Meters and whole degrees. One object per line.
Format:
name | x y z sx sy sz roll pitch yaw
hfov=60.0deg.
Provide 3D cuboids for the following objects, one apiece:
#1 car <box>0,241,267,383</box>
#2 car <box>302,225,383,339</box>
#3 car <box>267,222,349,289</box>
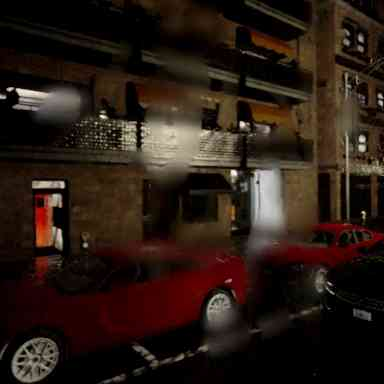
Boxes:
car | -1.098 1.549 5.330 4.507 1.381 1.887 0 -1 -36
car | 4.428 1.456 6.162 5.008 1.535 1.882 0 0 -36
car | 3.473 1.526 8.654 4.507 1.381 1.887 0 -1 -36
